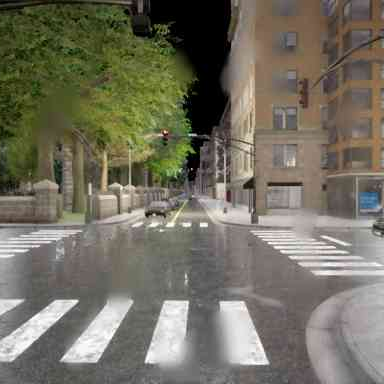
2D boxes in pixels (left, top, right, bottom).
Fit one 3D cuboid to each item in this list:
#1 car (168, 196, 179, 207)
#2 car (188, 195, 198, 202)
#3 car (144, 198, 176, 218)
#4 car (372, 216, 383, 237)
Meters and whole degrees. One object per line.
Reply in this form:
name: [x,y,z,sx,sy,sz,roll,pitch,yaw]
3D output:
car: [-3.004,1.465,40.740,1.837,1.490,4.892,0,0,0]
car: [0.198,1.425,70.777,1.812,1.442,4.674,0,0,0]
car: [-3.008,1.527,30.517,2.033,1.411,5.357,0,0,4]
car: [11.003,1.366,15.589,4.553,1.767,2.097,0,0,0]
